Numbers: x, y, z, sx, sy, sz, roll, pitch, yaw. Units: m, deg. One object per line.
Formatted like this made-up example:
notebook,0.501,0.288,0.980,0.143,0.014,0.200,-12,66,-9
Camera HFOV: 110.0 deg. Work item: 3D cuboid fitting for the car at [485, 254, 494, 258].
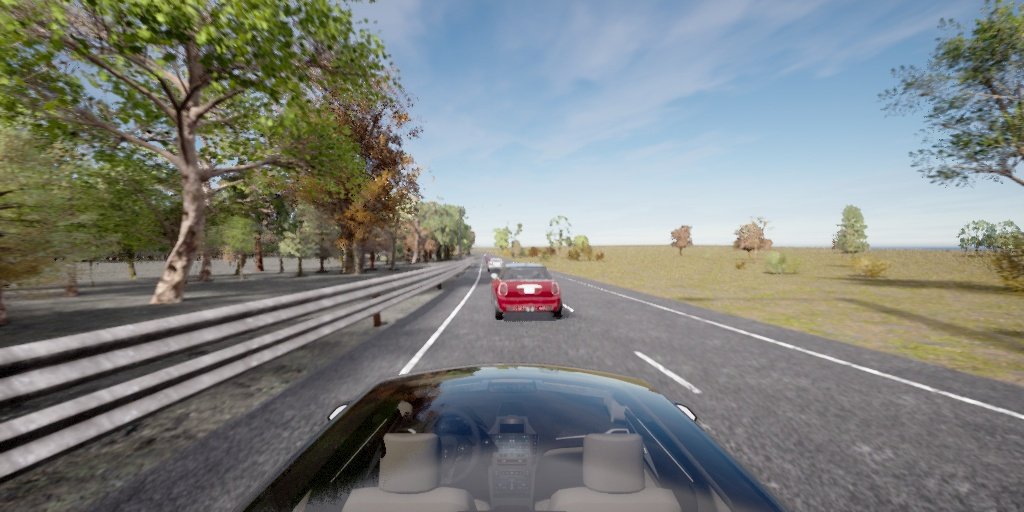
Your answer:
car,-3.684,0.818,64.801,1.812,1.442,4.674,0,0,-4

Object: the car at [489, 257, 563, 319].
car,0.354,1.028,12.738,2.097,1.767,4.553,0,0,-4

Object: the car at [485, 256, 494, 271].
car,-1.887,0.993,41.642,1.812,1.442,4.674,0,0,-4
